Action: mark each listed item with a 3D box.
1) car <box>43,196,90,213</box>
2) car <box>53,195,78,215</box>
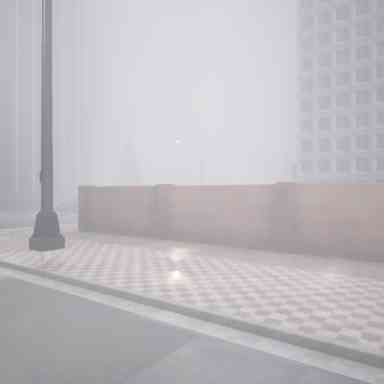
[{"bbox_3d":[-13.920,1.352,37.077,2.097,1.767,4.553,0,0,35],"label":"car"},{"bbox_3d":[-11.136,1.221,34.955,2.150,2.045,5.566,0,0,35],"label":"car"}]
